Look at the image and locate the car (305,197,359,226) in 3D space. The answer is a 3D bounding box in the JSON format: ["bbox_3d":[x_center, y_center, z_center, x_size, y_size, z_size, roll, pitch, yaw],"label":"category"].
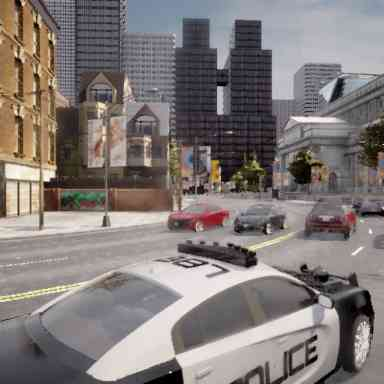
[{"bbox_3d":[7.525,1.342,17.873,2.097,1.767,4.553,0,0,30],"label":"car"}]

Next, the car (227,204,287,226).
[{"bbox_3d":[4.008,1.495,18.880,1.837,1.490,4.892,0,0,32],"label":"car"}]

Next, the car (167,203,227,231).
[{"bbox_3d":[0.514,1.462,19.942,1.882,1.535,5.008,0,0,33],"label":"car"}]

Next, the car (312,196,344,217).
[{"bbox_3d":[13.078,1.334,32.302,2.097,1.767,4.553,0,0,12],"label":"car"}]

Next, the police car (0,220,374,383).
[{"bbox_3d":[0.376,1.422,3.854,5.238,1.638,1.930,0,0,-41],"label":"police car"}]

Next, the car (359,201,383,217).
[{"bbox_3d":[16.473,1.551,31.415,1.994,1.385,4.181,0,0,12],"label":"car"}]
